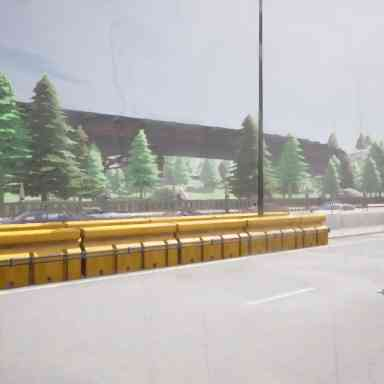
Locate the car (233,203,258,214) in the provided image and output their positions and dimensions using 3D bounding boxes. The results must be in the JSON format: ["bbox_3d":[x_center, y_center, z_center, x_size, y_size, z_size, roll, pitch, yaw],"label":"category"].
[{"bbox_3d":[4.995,1.526,23.887,4.674,1.442,1.812,0,0,-33],"label":"car"}]

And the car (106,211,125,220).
[{"bbox_3d":[-6.665,1.601,20.501,4.718,1.301,1.895,0,0,-33],"label":"car"}]

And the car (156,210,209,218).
[{"bbox_3d":[-0.622,1.563,16.077,4.181,1.385,1.994,0,0,-33],"label":"car"}]

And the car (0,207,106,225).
[{"bbox_3d":[-7.217,1.547,15.976,5.357,1.411,2.033,0,0,-33],"label":"car"}]

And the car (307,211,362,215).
[{"bbox_3d":[9.855,1.525,22.800,4.674,1.442,1.812,0,0,-32],"label":"car"}]
